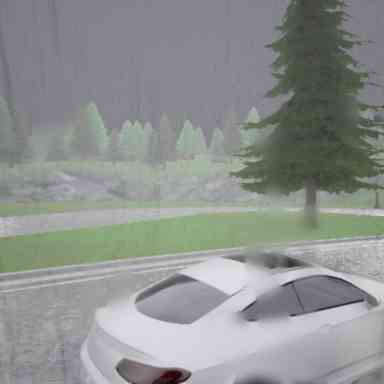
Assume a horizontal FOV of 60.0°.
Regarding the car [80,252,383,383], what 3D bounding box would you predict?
[{"bbox_3d":[1.060,1.513,4.141,4.674,1.442,1.812,0,0,-33],"label":"car"}]
